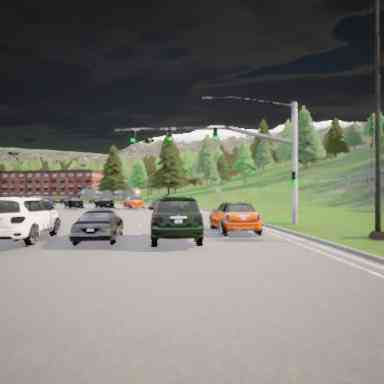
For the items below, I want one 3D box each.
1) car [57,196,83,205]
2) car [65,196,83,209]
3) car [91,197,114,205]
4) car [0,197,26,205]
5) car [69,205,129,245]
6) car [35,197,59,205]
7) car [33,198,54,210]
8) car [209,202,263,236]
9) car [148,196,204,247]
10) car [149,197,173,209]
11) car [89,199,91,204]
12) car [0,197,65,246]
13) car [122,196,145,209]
[{"bbox_3d":[-23.298,1.564,63.506,4.902,1.511,2.128,0,0,33],"label":"car"},{"bbox_3d":[-16.414,1.517,45.933,1.882,1.535,5.008,0,0,-32],"label":"car"},{"bbox_3d":[-11.928,1.497,45.054,1.882,1.535,5.008,0,0,-27],"label":"car"},{"bbox_3d":[-33.060,1.631,61.300,4.674,1.442,1.812,0,0,26],"label":"car"},{"bbox_3d":[-4.320,1.555,15.663,2.033,1.411,5.357,0,0,-7],"label":"car"},{"bbox_3d":[-26.924,1.636,61.768,4.181,1.385,1.994,0,0,33],"label":"car"},{"bbox_3d":[-20.651,1.586,46.035,1.812,1.442,4.674,0,0,-35],"label":"car"},{"bbox_3d":[2.294,1.325,18.536,2.097,1.767,4.553,0,0,-7],"label":"car"},{"bbox_3d":[-0.799,1.212,15.324,2.150,2.045,5.566,0,0,-6],"label":"car"},{"bbox_3d":[-4.326,1.507,45.934,1.812,1.442,4.674,0,0,-25],"label":"car"},{"bbox_3d":[-17.879,1.593,63.677,4.181,1.385,1.994,0,0,40],"label":"car"},{"bbox_3d":[-7.832,1.246,15.311,2.150,2.045,5.566,0,0,-6],"label":"car"},{"bbox_3d":[-7.957,1.352,44.808,2.097,1.767,4.553,0,0,-25],"label":"car"}]
